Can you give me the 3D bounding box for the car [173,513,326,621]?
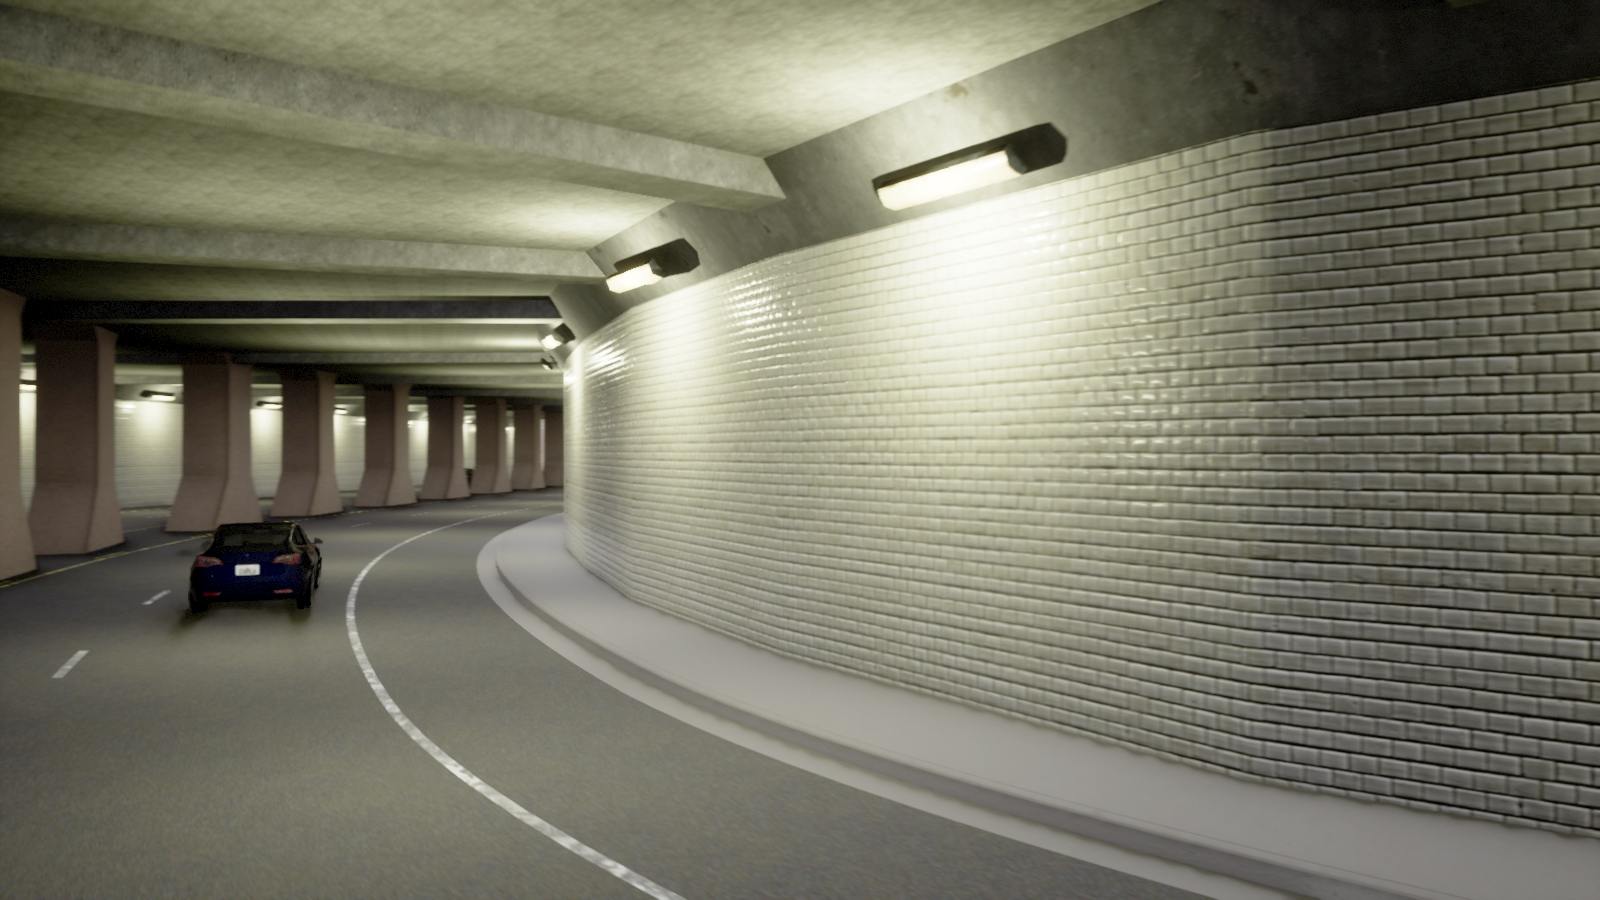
[{"bbox_3d":[-10.186,2.078,21.499,2.163,1.488,4.792,0,0,-20],"label":"car"}]
